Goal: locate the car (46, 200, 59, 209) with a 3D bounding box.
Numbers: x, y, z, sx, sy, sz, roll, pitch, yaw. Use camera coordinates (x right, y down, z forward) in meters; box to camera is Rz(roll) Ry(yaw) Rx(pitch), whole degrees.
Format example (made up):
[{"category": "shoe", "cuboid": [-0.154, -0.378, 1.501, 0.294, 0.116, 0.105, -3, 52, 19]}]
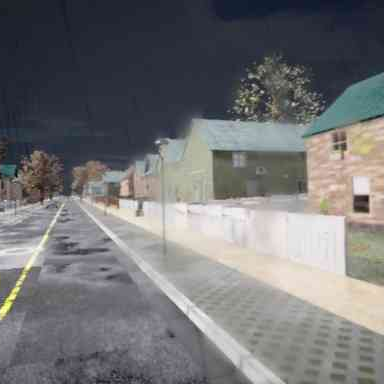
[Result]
[{"category": "car", "cuboid": [-23.331, 2.032, 55.676, 2.033, 1.411, 5.357, -1, 0, -20]}]
